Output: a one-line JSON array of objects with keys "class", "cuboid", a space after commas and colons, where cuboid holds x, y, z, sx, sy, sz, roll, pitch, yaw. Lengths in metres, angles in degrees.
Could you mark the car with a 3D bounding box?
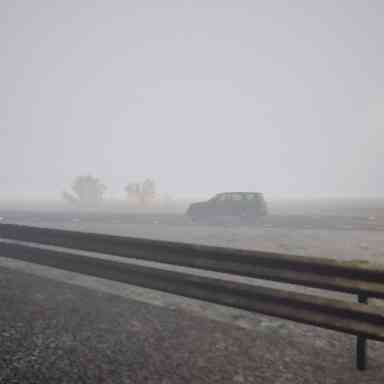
[{"class": "car", "cuboid": [2.396, 1.007, 22.897, 5.566, 2.045, 2.150, 0, 0, 17]}]
